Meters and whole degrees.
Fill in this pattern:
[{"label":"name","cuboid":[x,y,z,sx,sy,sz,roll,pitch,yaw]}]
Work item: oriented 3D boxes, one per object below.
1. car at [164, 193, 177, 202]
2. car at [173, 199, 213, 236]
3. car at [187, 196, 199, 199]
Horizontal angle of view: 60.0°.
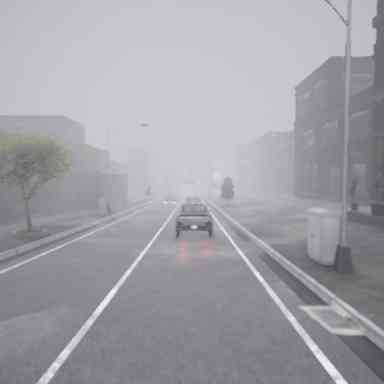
[{"label":"car","cuboid":[-3.521,0.845,54.923,2.033,1.411,5.357,0,1,1]},{"label":"car","cuboid":[0.103,1.381,17.818,2.128,1.511,4.902,0,1,0]},{"label":"car","cuboid":[0.104,1.168,35.840,2.033,1.411,5.357,0,1,0]}]
